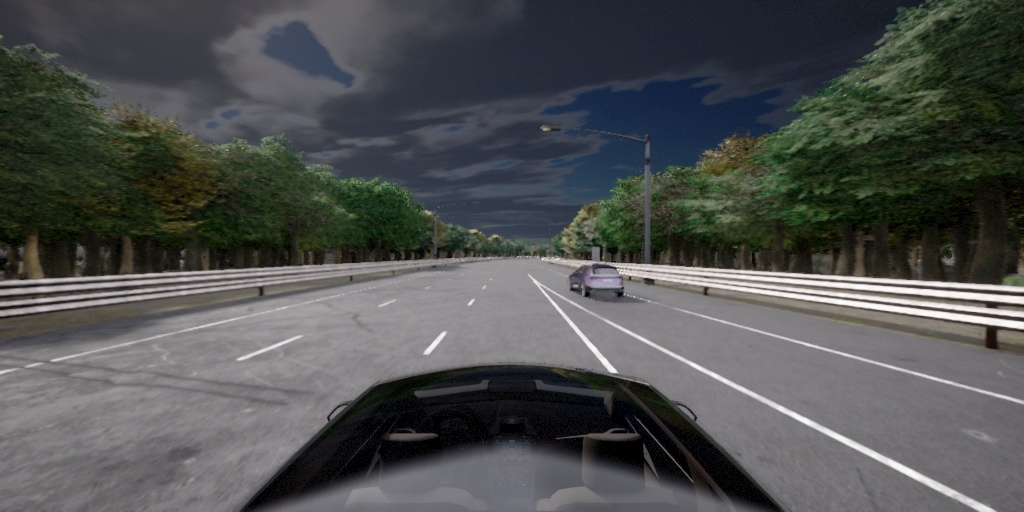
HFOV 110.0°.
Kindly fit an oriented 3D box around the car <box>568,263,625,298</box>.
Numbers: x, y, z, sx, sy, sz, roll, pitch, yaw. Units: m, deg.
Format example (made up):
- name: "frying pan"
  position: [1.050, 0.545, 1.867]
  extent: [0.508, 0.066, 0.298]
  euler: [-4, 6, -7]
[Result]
- name: "car"
  position: [4.234, 1.185, 18.583]
  extent: [2.033, 1.649, 4.856]
  euler: [0, 0, -4]
